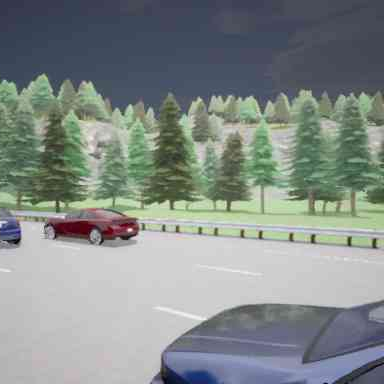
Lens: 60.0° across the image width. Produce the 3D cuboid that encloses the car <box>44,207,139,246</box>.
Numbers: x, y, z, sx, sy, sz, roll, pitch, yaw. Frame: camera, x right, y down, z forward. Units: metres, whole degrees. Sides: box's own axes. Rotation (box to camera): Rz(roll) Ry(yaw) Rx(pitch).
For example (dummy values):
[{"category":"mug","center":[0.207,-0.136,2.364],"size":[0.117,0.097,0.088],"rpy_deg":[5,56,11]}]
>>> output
[{"category":"car","center":[-4.717,1.458,15.333],"size":[5.008,1.535,1.882],"rpy_deg":[0,0,32]}]

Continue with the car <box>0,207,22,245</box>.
[{"category":"car","center":[-9.314,1.340,14.036],"size":[4.553,1.767,2.097],"rpy_deg":[0,0,31]}]

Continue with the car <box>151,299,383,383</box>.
[{"category":"car","center":[2.226,1.540,2.352],"size":[5.357,1.411,2.033],"rpy_deg":[0,0,35]}]
